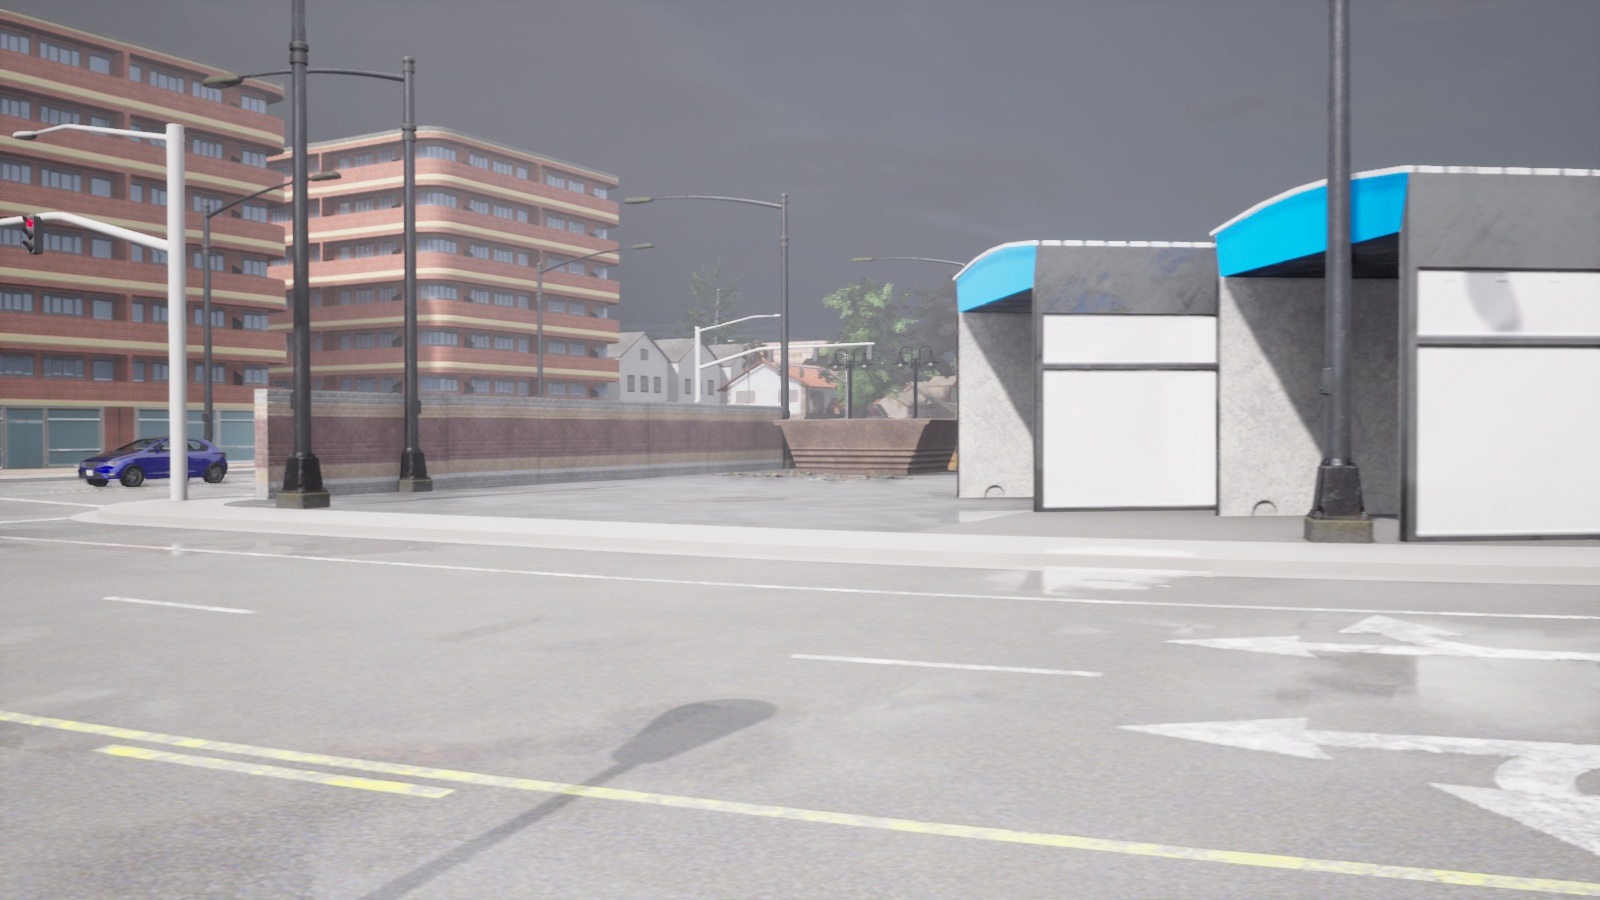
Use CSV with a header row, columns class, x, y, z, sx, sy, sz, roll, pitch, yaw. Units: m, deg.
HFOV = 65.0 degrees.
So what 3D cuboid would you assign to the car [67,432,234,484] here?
class,x,y,z,sx,sy,sz,roll,pitch,yaw
car,-19.463,0.189,37.832,1.816,1.474,4.193,1,1,27
